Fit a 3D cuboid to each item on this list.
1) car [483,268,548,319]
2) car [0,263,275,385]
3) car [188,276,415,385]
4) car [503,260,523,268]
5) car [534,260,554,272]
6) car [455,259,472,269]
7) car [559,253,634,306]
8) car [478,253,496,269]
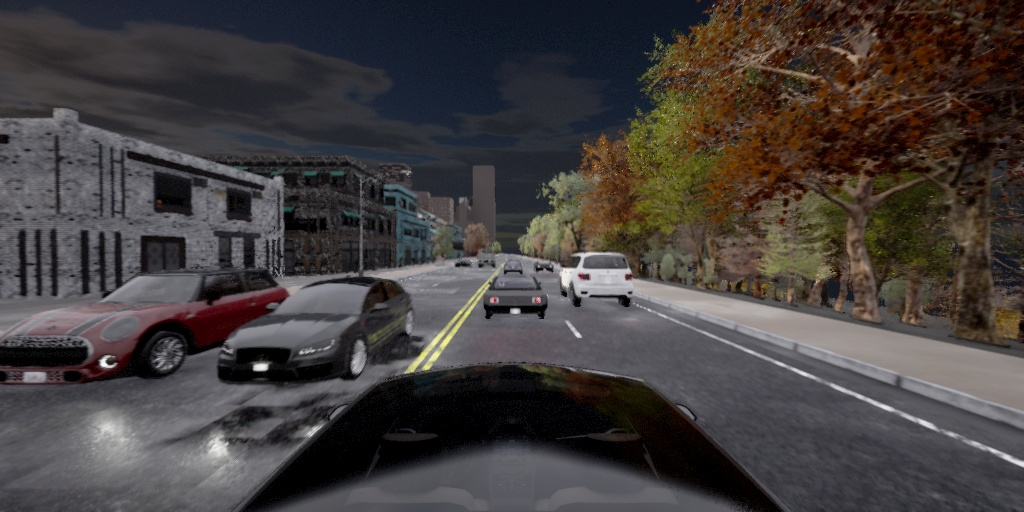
[{"bbox_3d":[0.100,1.275,12.444,1.895,1.301,4.718,0,0,0],"label":"car"},{"bbox_3d":[-6.600,1.063,7.198,2.097,1.767,4.553,0,0,0],"label":"car"},{"bbox_3d":[-3.351,1.216,7.207,1.837,1.490,4.892,0,0,0],"label":"car"},{"bbox_3d":[0.104,1.062,34.985,2.033,1.411,5.357,0,0,0],"label":"car"},{"bbox_3d":[3.354,1.088,38.859,1.895,1.301,4.718,0,0,0],"label":"car"},{"bbox_3d":[-6.578,1.018,48.742,1.895,1.301,4.718,0,0,0],"label":"car"},{"bbox_3d":[3.350,0.876,15.163,2.150,2.045,5.566,0,0,0],"label":"car"},{"bbox_3d":[-3.330,0.640,48.566,2.150,2.045,5.566,0,0,0],"label":"car"}]
